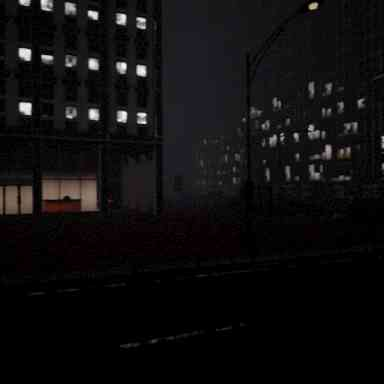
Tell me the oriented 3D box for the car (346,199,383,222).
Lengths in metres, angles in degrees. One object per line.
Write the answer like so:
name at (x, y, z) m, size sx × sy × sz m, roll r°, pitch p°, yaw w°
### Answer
car at (14.745, 1.379, 26.640) m, size 2.097 × 1.767 × 4.553 m, roll 0°, pitch 1°, yaw -24°

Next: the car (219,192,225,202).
car at (7.090, 1.215, 59.103) m, size 1.802 × 1.307 × 4.206 m, roll 0°, pitch 1°, yaw -23°

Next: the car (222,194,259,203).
car at (6.612, 1.357, 45.547) m, size 2.033 × 1.411 × 5.357 m, roll 0°, pitch 1°, yaw -23°

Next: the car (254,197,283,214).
car at (8.259, 1.523, 34.867) m, size 1.802 × 1.307 × 4.206 m, roll 0°, pitch 1°, yaw -23°

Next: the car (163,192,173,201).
car at (-5.097, 1.126, 66.241) m, size 2.008 × 1.369 × 4.403 m, roll 0°, pitch 1°, yaw -23°

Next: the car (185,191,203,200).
car at (0.361, 0.762, 74.767) m, size 2.192 × 1.841 × 5.009 m, roll 0°, pitch 1°, yaw -23°

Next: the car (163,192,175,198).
car at (-6.369, 0.811, 90.435) m, size 2.008 × 1.369 × 4.403 m, roll 0°, pitch 1°, yaw -23°

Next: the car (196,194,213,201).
car at (2.603, 1.091, 69.548) m, size 1.802 × 1.307 × 4.206 m, roll 0°, pitch 1°, yaw -23°

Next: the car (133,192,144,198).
car at (-14.069, 0.766, 87.127) m, size 1.967 × 1.590 × 4.097 m, roll 0°, pitch 1°, yaw -23°

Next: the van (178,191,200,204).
van at (-0.609, 1.040, 55.794) m, size 1.690 × 1.788 × 3.998 m, roll 0°, pitch 1°, yaw -23°

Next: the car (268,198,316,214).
car at (10.678, 1.466, 36.070) m, size 2.033 × 1.411 × 5.357 m, roll 0°, pitch 1°, yaw -23°

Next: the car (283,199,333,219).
car at (10.486, 1.567, 29.635) m, size 1.947 × 1.339 × 4.313 m, roll 0°, pitch 1°, yaw -23°

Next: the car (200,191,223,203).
car at (4.033, 0.857, 59.635) m, size 2.150 × 2.045 × 5.566 m, roll 0°, pitch 1°, yaw -23°

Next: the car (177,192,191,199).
car at (-1.883, 0.825, 79.990) m, size 1.967 × 1.590 × 4.097 m, roll 0°, pitch 1°, yaw -23°

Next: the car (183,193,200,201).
car at (-0.147, 1.046, 69.374) m, size 1.812 × 1.442 × 4.674 m, roll 0°, pitch 1°, yaw -23°

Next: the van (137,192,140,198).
van at (-11.825, 0.730, 81.905) m, size 1.690 × 1.788 × 3.998 m, roll 0°, pitch 1°, yaw -23°

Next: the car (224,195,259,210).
car at (6.069, 1.447, 40.111) m, size 1.947 × 1.339 × 4.313 m, roll 0°, pitch 1°, yaw -23°
